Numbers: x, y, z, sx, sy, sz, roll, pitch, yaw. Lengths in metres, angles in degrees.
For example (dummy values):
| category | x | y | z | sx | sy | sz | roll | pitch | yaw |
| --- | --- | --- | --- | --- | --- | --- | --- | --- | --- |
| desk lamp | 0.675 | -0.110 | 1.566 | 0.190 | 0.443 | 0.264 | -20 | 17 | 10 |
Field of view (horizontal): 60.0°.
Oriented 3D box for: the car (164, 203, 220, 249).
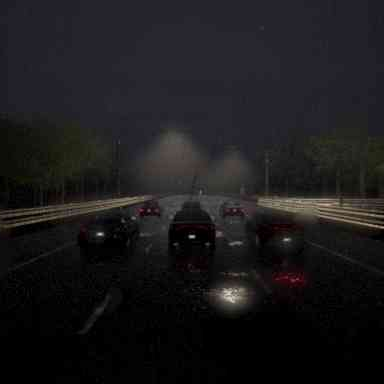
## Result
| category | x | y | z | sx | sy | sz | roll | pitch | yaw |
| --- | --- | --- | --- | --- | --- | --- | --- | --- | --- |
| car | 0.000 | 1.485 | 14.650 | 1.882 | 1.535 | 5.008 | 0 | 0 | 0 |

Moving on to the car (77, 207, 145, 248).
| category | x | y | z | sx | sy | sz | roll | pitch | yaw |
| --- | --- | --- | --- | --- | --- | --- | --- | --- | --- |
| car | -3.500 | 1.573 | 14.650 | 1.994 | 1.385 | 4.181 | 0 | 0 | 0 |

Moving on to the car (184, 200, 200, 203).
| category | x | y | z | sx | sy | sz | roll | pitch | yaw |
| --- | --- | --- | --- | --- | --- | --- | --- | --- | --- |
| car | 0.000 | 1.481 | 29.649 | 1.882 | 1.535 | 5.008 | 0 | 0 | 0 |

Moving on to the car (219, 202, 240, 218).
| category | x | y | z | sx | sy | sz | roll | pitch | yaw |
| --- | --- | --- | --- | --- | --- | --- | --- | --- | --- |
| car | 3.500 | 1.560 | 29.650 | 2.033 | 1.411 | 5.357 | 0 | 0 | 0 |

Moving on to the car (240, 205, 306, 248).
| category | x | y | z | sx | sy | sz | roll | pitch | yaw |
| --- | --- | --- | --- | --- | --- | --- | --- | --- | --- |
| car | 3.500 | 1.517 | 14.650 | 1.837 | 1.490 | 4.892 | 0 | 0 | 0 |

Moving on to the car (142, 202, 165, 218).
| category | x | y | z | sx | sy | sz | roll | pitch | yaw |
| --- | --- | --- | --- | --- | --- | --- | --- | --- | --- |
| car | -3.500 | 1.560 | 29.650 | 2.033 | 1.411 | 5.357 | 0 | 0 | 0 |
